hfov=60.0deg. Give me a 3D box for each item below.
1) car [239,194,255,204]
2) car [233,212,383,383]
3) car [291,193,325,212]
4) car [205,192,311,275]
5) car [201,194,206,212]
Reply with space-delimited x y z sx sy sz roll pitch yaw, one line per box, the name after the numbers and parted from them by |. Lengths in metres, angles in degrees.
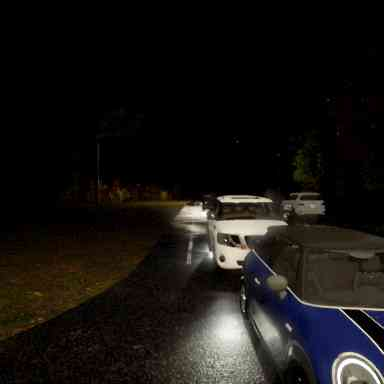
9.344 1.184 56.898 1.882 1.535 5.008 0 0 1 | car
1.934 1.338 4.198 2.097 1.767 4.553 0 0 -1 | car
8.895 1.089 27.038 2.150 2.045 5.566 0 0 1 | car
1.666 1.160 10.542 2.150 2.045 5.566 0 0 1 | car
2.043 1.314 36.263 1.837 1.490 4.892 0 1 1 | car
